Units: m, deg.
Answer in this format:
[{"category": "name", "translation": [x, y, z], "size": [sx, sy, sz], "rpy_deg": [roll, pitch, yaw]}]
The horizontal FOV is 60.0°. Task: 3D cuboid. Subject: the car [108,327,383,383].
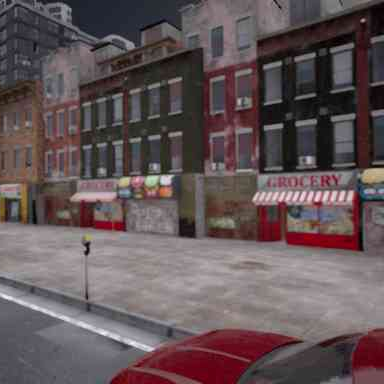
[{"category": "car", "translation": [1.357, 1.545, 1.845], "size": [4.507, 1.381, 1.887], "rpy_deg": [0, -1, 36]}]
